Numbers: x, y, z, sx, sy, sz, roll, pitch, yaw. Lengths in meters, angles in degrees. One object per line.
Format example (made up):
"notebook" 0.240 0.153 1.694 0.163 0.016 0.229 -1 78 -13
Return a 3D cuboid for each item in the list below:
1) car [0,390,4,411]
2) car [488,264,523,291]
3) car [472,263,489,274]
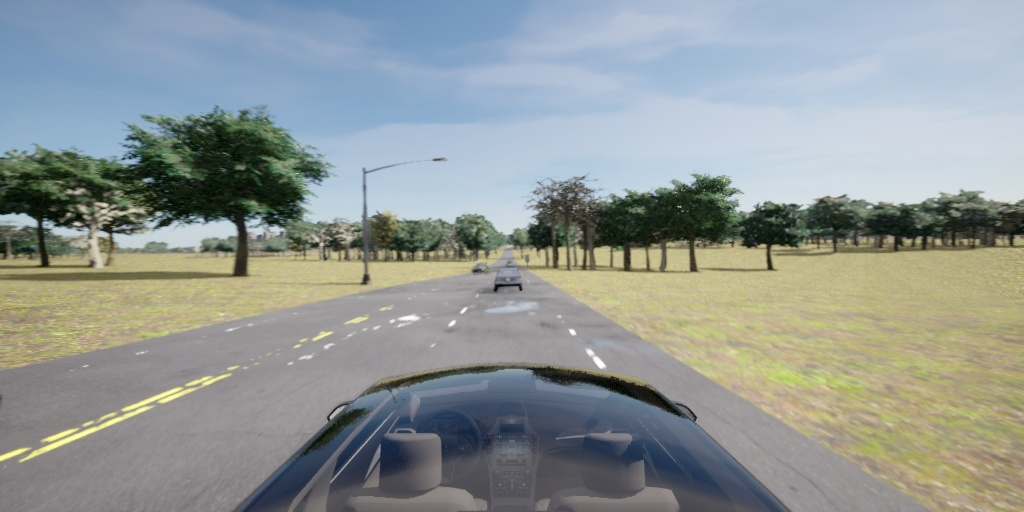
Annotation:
"car" -7.121 1.303 2.219 2.097 1.767 4.553 -2 -1 -1
"car" -0.253 1.527 24.349 2.033 1.411 5.357 -2 -1 0
"car" -4.639 1.783 53.358 2.097 1.767 4.553 -2 -1 5
